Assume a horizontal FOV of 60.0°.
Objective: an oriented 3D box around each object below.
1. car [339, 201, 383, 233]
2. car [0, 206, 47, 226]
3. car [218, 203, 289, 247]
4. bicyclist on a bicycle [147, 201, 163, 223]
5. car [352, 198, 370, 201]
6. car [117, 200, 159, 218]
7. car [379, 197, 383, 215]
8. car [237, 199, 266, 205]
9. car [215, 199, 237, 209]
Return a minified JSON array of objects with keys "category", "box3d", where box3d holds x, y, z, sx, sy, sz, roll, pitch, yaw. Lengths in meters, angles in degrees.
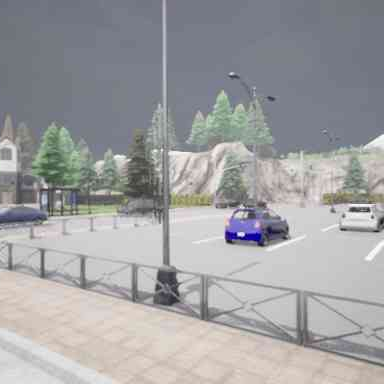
[{"category":"car","box3d":[9.690,1.423,18.832,1.970,1.475,3.806,-1,0,35]},{"category":"car","box3d":[-12.473,1.730,23.103,1.812,1.442,4.674,-1,0,35]},{"category":"car","box3d":[2.951,1.437,14.527,1.845,1.501,3.633,-1,0,35]},{"category":"bicyclist on a bicycle","box3d":[-2.661,1.445,24.078,1.656,1.620,0.582,-1,-1,35]},{"category":"car","box3d":[18.077,1.403,35.716,2.007,1.523,4.514,-1,0,35]},{"category":"car","box3d":[-5.349,1.558,33.278,2.097,1.767,4.553,-1,0,35]},{"category":"car","box3d":[20.660,1.368,33.935,2.152,1.636,5.027,-1,0,35]},{"category":"car","box3d":[8.926,1.668,47.086,2.128,1.511,4.902,-1,0,38]},{"category":"car","box3d":[5.165,1.726,48.138,1.882,1.535,5.008,-1,0,35]}]
